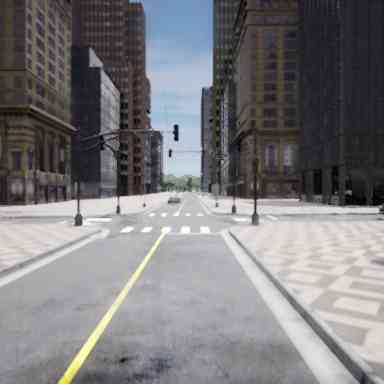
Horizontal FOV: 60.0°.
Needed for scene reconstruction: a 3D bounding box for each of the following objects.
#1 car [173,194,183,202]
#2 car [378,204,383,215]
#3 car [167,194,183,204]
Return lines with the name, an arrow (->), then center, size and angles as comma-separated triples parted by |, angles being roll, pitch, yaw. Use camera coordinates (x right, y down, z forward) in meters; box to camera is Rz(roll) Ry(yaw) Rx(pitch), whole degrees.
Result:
car -> -3.000, 1.203, 71.621 | 1.882, 1.535, 5.008 | 0, 0, 0
car -> 16.321, 1.281, 24.342 | 4.902, 1.511, 2.128 | -1, 0, 0
car -> -3.044, 1.380, 56.233 | 1.994, 1.385, 4.181 | 0, 0, 1
